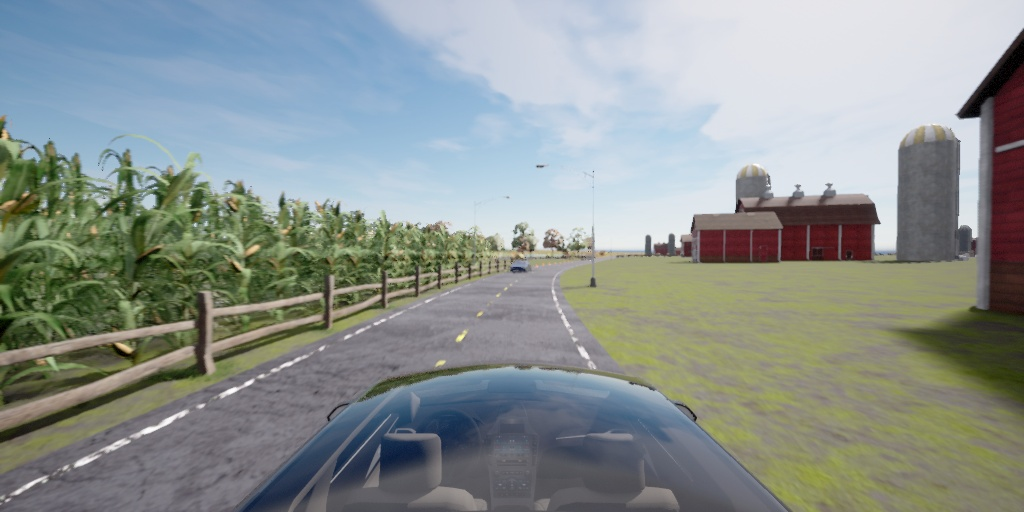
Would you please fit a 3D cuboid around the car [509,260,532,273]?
[{"bbox_3d":[1.077,1.132,40.296,2.033,1.411,5.357,0,0,11],"label":"car"}]

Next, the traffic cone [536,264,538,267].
[{"bbox_3d":[3.911,1.436,56.629,0.340,0.580,0.340,0,0,16],"label":"traffic cone"}]
